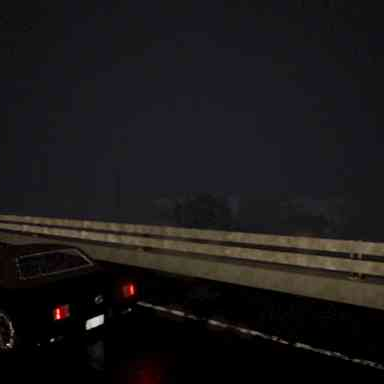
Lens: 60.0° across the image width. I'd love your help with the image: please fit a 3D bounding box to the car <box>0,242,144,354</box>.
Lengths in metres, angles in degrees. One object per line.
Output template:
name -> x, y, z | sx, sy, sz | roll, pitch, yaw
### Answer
car -> -3.216, 1.622, 6.168 | 4.718, 1.301, 1.895 | 0, 0, 36
